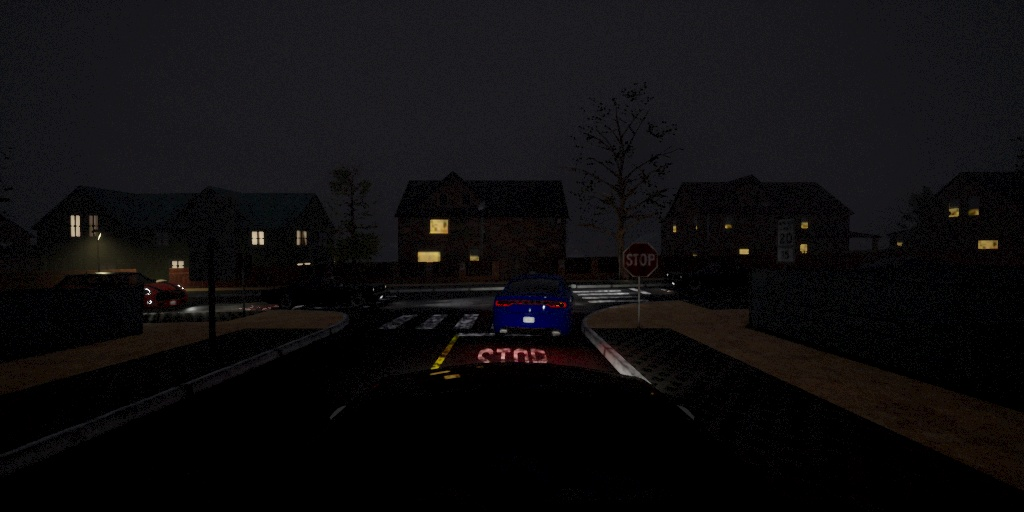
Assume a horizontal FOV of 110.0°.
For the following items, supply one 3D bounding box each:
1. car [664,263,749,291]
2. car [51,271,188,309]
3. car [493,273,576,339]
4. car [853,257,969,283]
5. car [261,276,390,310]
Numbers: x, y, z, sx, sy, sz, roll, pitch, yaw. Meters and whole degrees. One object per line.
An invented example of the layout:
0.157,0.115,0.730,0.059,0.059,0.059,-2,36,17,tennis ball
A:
10.408,1.034,18.319,4.718,1.301,1.895,-1,1,-1,car
-16.801,1.471,15.379,4.553,1.767,2.097,-1,1,0,car
0.785,1.226,10.182,1.882,1.535,5.008,0,0,10,car
20.053,0.753,18.357,5.357,1.411,2.033,-1,1,0,car
-7.814,1.506,15.388,4.718,1.301,1.895,-1,1,0,car
